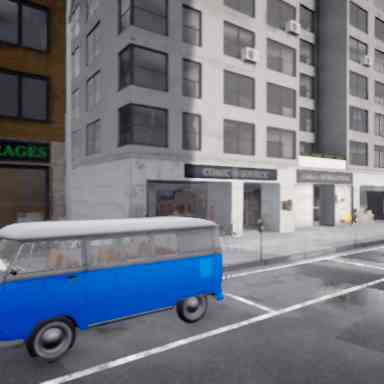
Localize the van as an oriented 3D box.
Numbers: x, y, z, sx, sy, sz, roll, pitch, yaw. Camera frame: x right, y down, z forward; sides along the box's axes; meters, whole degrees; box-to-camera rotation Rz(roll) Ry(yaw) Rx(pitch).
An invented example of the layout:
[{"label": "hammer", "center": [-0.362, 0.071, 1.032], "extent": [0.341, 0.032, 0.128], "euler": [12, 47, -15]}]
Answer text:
[{"label": "van", "center": [-1.314, 1.349, 5.594], "extent": [3.998, 1.788, 1.690], "euler": [0, 0, -35]}]
